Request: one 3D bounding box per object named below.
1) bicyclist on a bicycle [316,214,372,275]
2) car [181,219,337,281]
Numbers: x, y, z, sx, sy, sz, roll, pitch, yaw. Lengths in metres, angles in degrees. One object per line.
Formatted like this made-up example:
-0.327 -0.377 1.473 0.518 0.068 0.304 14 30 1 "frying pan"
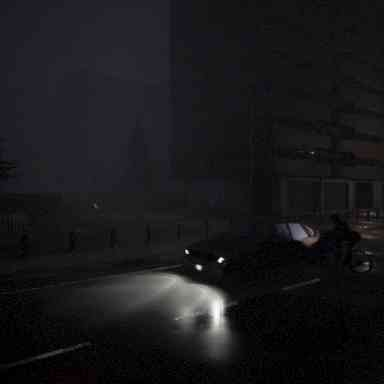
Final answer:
4.189 1.455 9.326 0.582 1.620 1.656 0 -2 -37 "bicyclist on a bicycle"
2.302 1.547 10.133 5.357 1.411 2.033 0 0 -37 "car"
